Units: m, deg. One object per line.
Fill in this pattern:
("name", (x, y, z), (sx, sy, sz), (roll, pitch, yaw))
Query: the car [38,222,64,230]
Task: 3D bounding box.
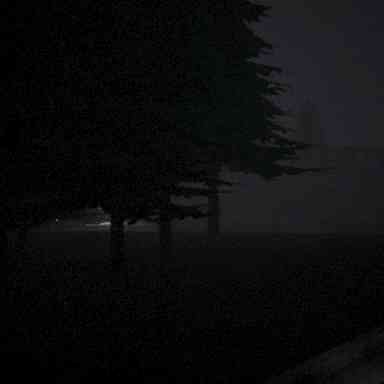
("car", (-10.505, 1.225, 20.841), (5.566, 2.045, 2.150), (0, 0, 3))
